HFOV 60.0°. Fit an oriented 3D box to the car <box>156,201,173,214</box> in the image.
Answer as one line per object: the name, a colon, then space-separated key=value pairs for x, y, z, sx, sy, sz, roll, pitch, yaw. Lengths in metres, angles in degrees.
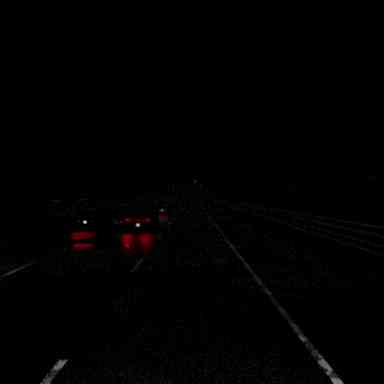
car: x=-3.412 y=1.864 z=40.501 sx=1.837 sy=1.490 sz=4.892 roll=0 pitch=-1 yaw=0

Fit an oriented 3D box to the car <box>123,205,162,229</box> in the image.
car: x=-3.407 y=1.810 z=23.172 sx=1.895 sy=1.301 sz=4.718 roll=0 pitch=-1 yaw=0

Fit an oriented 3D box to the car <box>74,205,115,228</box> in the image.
car: x=-6.907 y=1.721 z=23.892 sx=1.837 sy=1.490 sz=4.892 roll=0 pitch=-1 yaw=0
